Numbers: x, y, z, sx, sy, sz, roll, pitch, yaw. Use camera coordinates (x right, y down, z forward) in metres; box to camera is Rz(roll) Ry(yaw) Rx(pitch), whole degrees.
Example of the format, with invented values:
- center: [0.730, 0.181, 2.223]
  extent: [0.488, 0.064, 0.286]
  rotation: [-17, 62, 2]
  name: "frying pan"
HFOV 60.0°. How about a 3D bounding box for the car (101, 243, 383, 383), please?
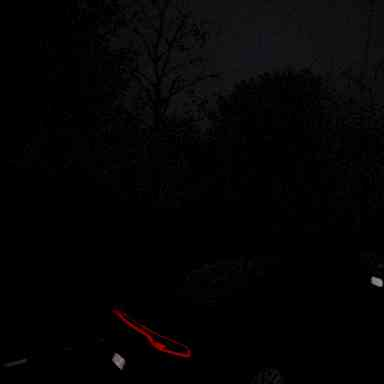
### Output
- center: [1.305, 1.478, 4.666]
  extent: [5.008, 1.535, 1.882]
  rotation: [0, 0, -35]
  name: "car"
